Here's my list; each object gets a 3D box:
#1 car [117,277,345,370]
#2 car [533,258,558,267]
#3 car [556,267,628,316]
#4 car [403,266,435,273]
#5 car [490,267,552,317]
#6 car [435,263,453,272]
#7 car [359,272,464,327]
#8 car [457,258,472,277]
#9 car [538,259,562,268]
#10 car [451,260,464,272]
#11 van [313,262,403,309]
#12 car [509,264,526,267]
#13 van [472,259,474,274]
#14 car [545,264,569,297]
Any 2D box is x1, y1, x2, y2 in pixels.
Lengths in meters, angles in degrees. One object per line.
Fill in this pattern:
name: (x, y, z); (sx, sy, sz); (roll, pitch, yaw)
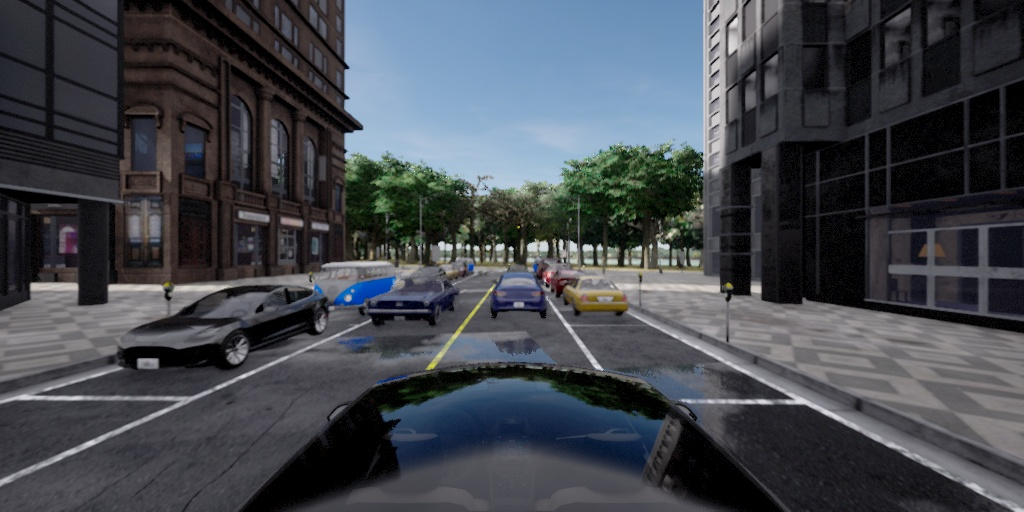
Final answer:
car: (-5.703, 1.324, 7.824); (1.948, 1.339, 4.313); (0, 0, 1)
car: (3.099, 1.111, 29.464); (2.192, 1.841, 5.009); (0, 0, 1)
car: (2.893, 1.293, 13.322); (1.751, 1.417, 4.829); (0, 0, 1)
car: (-5.567, 1.301, 18.528); (1.751, 1.417, 4.829); (0, 0, 1)
car: (0.225, 1.293, 13.054); (1.812, 1.442, 4.674); (0, 0, 1)
car: (-5.495, 1.351, 24.135); (1.948, 1.339, 4.313); (0, 0, 1)
car: (-2.990, 1.365, 11.805); (1.895, 1.301, 4.718); (0, 0, 1)
car: (-5.357, 1.245, 35.009); (1.967, 1.591, 4.097); (0, 0, 1)
car: (3.029, 1.226, 24.026); (1.967, 1.591, 4.097); (0, 0, 1)
car: (-5.428, 1.320, 29.402); (1.751, 1.417, 4.829); (0, 0, 1)
van: (-5.634, 1.107, 13.261); (1.690, 1.789, 3.998); (0, 0, 1)
car: (0.469, 1.401, 31.996); (1.895, 1.301, 4.718); (0, 0, 1)
van: (-5.287, 1.156, 40.446); (1.690, 1.789, 3.998); (0, 0, 1)
car: (2.960, 1.322, 18.589); (1.888, 1.381, 4.507); (0, 0, 1)
